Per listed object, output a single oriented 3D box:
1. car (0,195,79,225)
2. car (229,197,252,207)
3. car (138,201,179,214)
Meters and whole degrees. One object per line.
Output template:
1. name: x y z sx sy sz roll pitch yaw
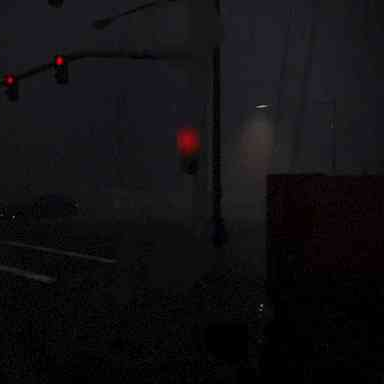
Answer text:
1. car: -11.180 1.236 24.770 2.150 2.045 5.566 0 0 36
2. car: 7.436 1.539 50.503 1.812 1.442 4.674 0 0 36
3. car: -3.493 1.615 35.449 1.895 1.301 4.718 0 0 36
